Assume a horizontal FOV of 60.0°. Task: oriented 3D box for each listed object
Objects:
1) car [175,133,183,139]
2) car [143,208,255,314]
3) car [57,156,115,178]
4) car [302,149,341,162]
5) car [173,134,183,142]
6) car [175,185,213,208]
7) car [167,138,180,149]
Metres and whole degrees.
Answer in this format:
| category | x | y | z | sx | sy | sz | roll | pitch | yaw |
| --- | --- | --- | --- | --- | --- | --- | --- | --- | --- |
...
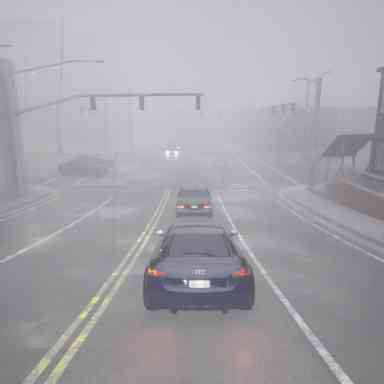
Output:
| category | x | y | z | sx | sy | sz | roll | pitch | yaw |
| --- | --- | --- | --- | --- | --- | --- | --- | --- | --- |
| car | -3.405 | -14.792 | 87.998 | 1.812 | 1.442 | 4.674 | 0 | 12 | 0 |
| car | 0.111 | 1.346 | 7.386 | 1.994 | 1.385 | 4.181 | 0 | 3 | 0 |
| car | -9.882 | -2.195 | 30.482 | 4.902 | 1.511 | 2.128 | 2 | 12 | 9 |
| car | 16.162 | -4.552 | 41.344 | 4.674 | 1.442 | 1.812 | 0 | 12 | 0 |
| car | -3.426 | -10.490 | 68.409 | 2.128 | 1.511 | 4.902 | 0 | 12 | 0 |
| car | 0.112 | 0.361 | 17.271 | 2.033 | 1.411 | 5.357 | 0 | 8 | 0 |
| car | -3.509 | -8.294 | 58.762 | 1.895 | 1.301 | 4.718 | 0 | 12 | -2 |
